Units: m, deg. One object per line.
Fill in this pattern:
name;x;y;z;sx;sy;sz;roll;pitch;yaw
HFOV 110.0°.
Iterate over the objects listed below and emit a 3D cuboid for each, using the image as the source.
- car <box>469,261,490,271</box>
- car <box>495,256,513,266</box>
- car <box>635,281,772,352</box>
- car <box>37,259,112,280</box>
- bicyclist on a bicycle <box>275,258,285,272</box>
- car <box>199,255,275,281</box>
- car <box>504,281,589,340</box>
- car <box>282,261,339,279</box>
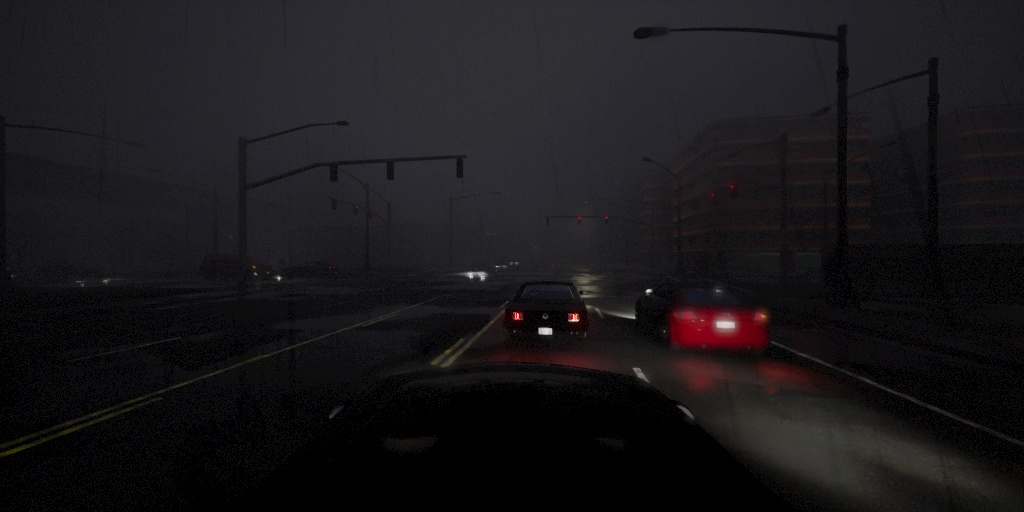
car;-4.100;1.249;45.744;1.895;1.301;4.718;0;1;7
car;-1.683;0.933;63.034;2.033;1.411;5.357;0;1;8
car;4.435;1.314;8.990;1.994;1.385;4.181;0;0;7
car;-38.351;1.228;31.216;5.008;1.535;1.882;1;0;8
bicyclist on a bicycle;-26.263;1.053;40.776;0.582;1.620;1.656;0;0;7
car;-22.396;0.965;29.249;5.566;2.045;2.150;1;0;7
car;1.035;1.351;10.003;1.895;1.301;4.718;0;0;8
car;-18.189;1.241;32.413;4.902;1.511;2.128;0;0;7
